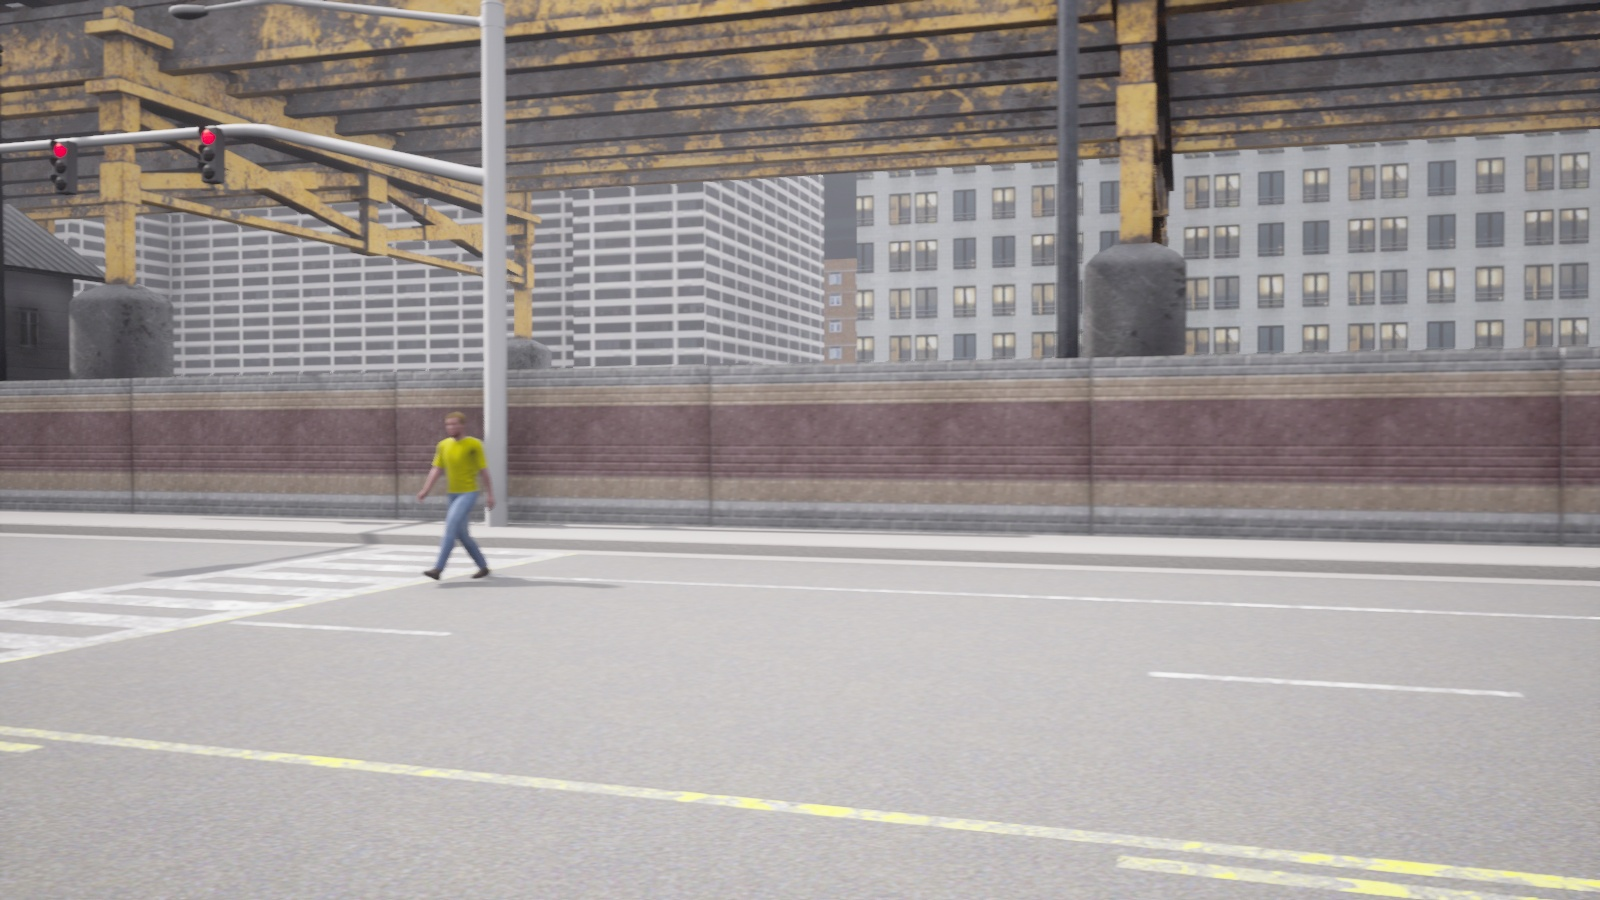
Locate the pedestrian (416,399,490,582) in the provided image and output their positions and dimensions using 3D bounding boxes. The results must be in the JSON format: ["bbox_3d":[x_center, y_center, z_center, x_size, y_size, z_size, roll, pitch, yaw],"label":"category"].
[{"bbox_3d":[-3.588,0.403,13.016,0.354,1.836,0.706,1,1,27],"label":"pedestrian"}]
